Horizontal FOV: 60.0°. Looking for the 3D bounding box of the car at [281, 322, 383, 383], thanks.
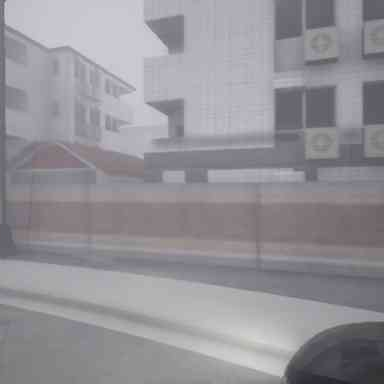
[{"bbox_3d":[2.908,1.497,1.734,4.892,1.490,1.837,0,0,37],"label":"car"}]
